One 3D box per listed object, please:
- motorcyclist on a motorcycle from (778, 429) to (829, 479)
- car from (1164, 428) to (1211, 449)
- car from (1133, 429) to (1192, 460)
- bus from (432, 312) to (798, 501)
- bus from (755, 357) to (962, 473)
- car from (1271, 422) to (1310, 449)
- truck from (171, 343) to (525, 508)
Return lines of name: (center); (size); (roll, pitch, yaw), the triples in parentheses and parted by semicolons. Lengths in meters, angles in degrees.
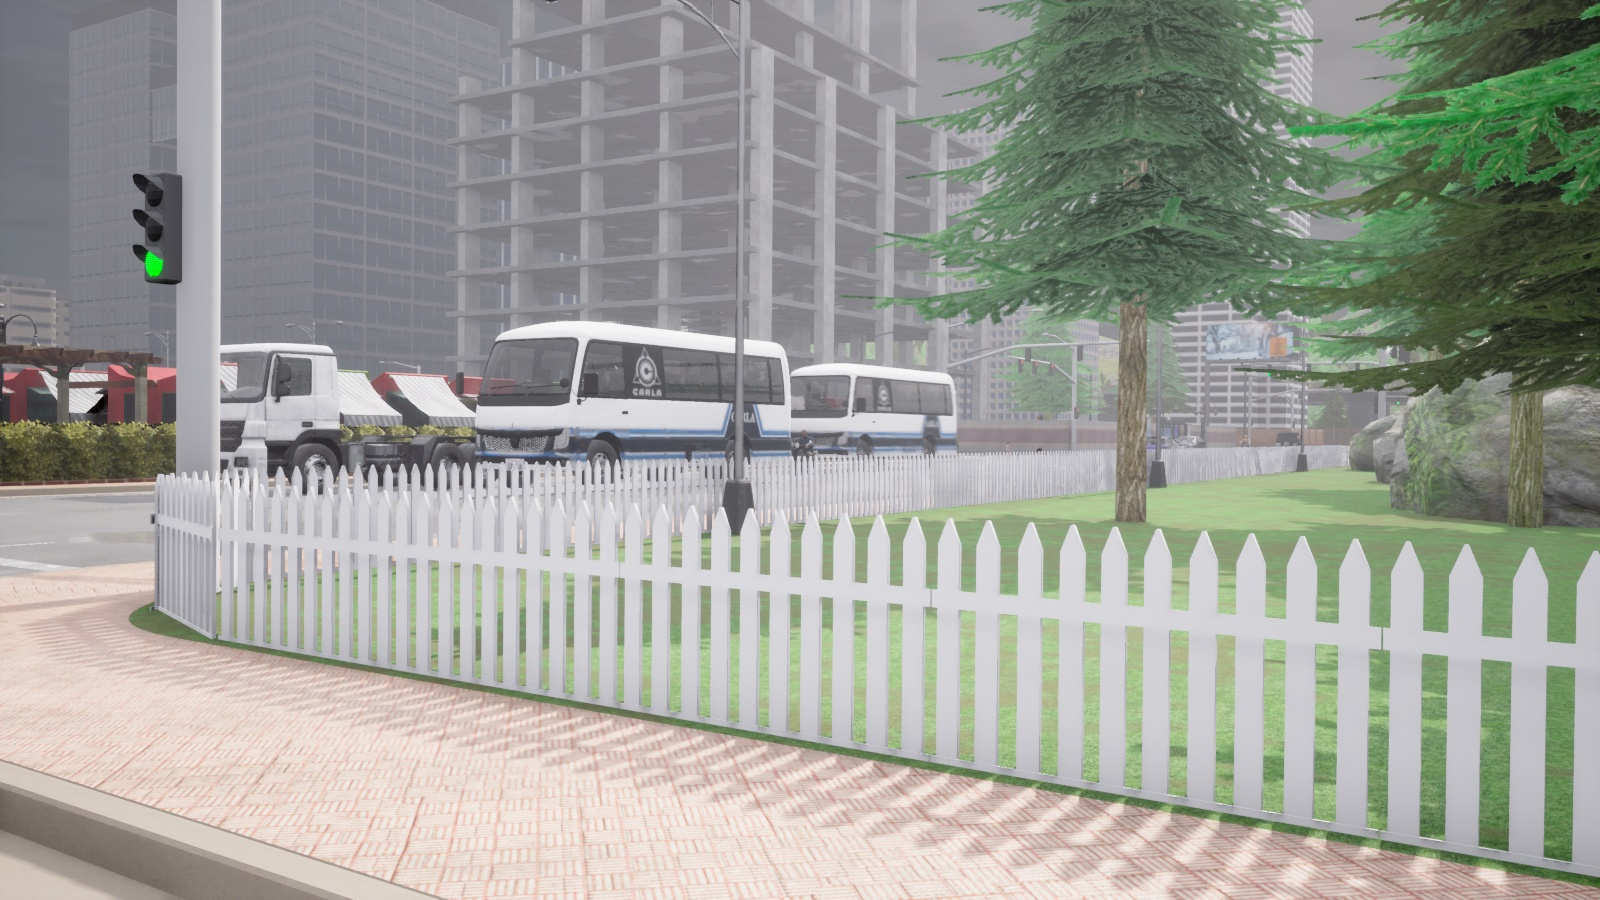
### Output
motorcyclist on a motorcycle: (0.136, 0.121, 41.217); (0.866, 1.590, 1.817); (0, 1, 30)
car: (28.794, -0.845, 93.194); (2.128, 1.511, 4.902); (0, 1, 32)
car: (18.368, -0.289, 63.529); (1.816, 1.474, 4.193); (0, 1, 31)
bus: (-4.467, -1.065, 33.699); (3.944, 4.253, 10.273); (0, 1, 32)
bus: (2.666, -1.374, 51.612); (3.944, 4.253, 10.273); (0, 1, 32)
car: (35.433, -1.030, 90.597); (1.905, 1.878, 3.866); (0, 1, 32)
truck: (-10.611, -0.571, 30.501); (2.891, 3.462, 7.936); (0, 1, 32)
